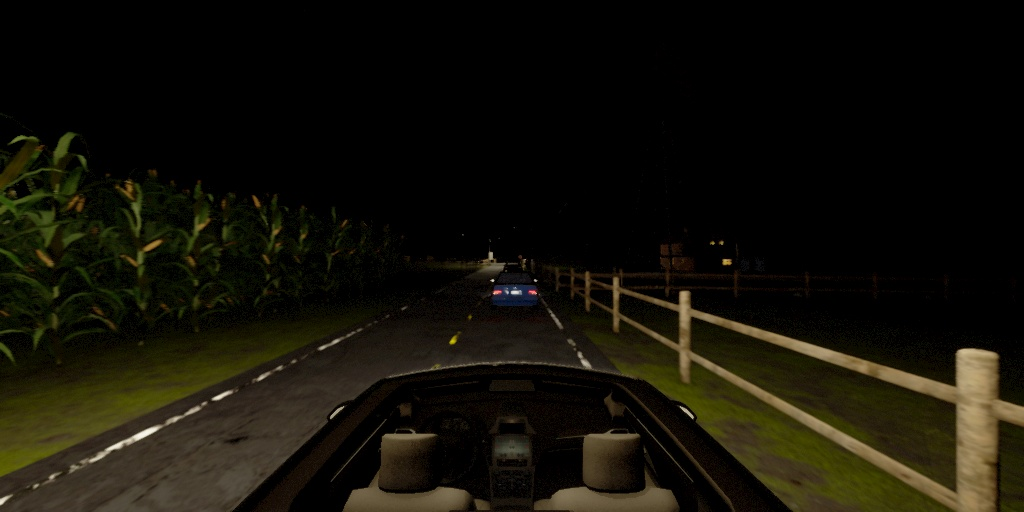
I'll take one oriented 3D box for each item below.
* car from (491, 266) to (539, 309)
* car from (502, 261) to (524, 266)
[{"bbox_3d":[0.094,1.304,14.834,2.033,1.411,5.357,0,0,0],"label":"car"},{"bbox_3d":[0.101,1.268,35.569,2.128,1.511,4.902,0,0,0],"label":"car"}]
